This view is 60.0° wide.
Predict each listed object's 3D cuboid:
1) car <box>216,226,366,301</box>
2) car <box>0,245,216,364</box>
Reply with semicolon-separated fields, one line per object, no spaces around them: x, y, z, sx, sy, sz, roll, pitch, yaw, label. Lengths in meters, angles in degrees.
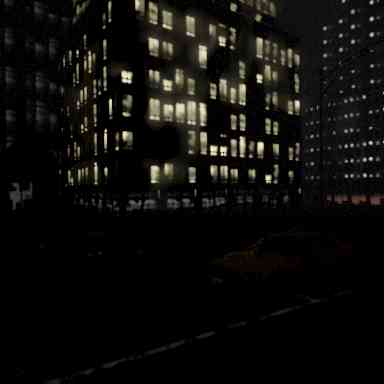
2.485;1.566;8.350;4.829;1.417;1.752;0;-1;-35;car
-1.954;1.574;5.181;4.313;1.339;1.947;0;-1;-35;car
